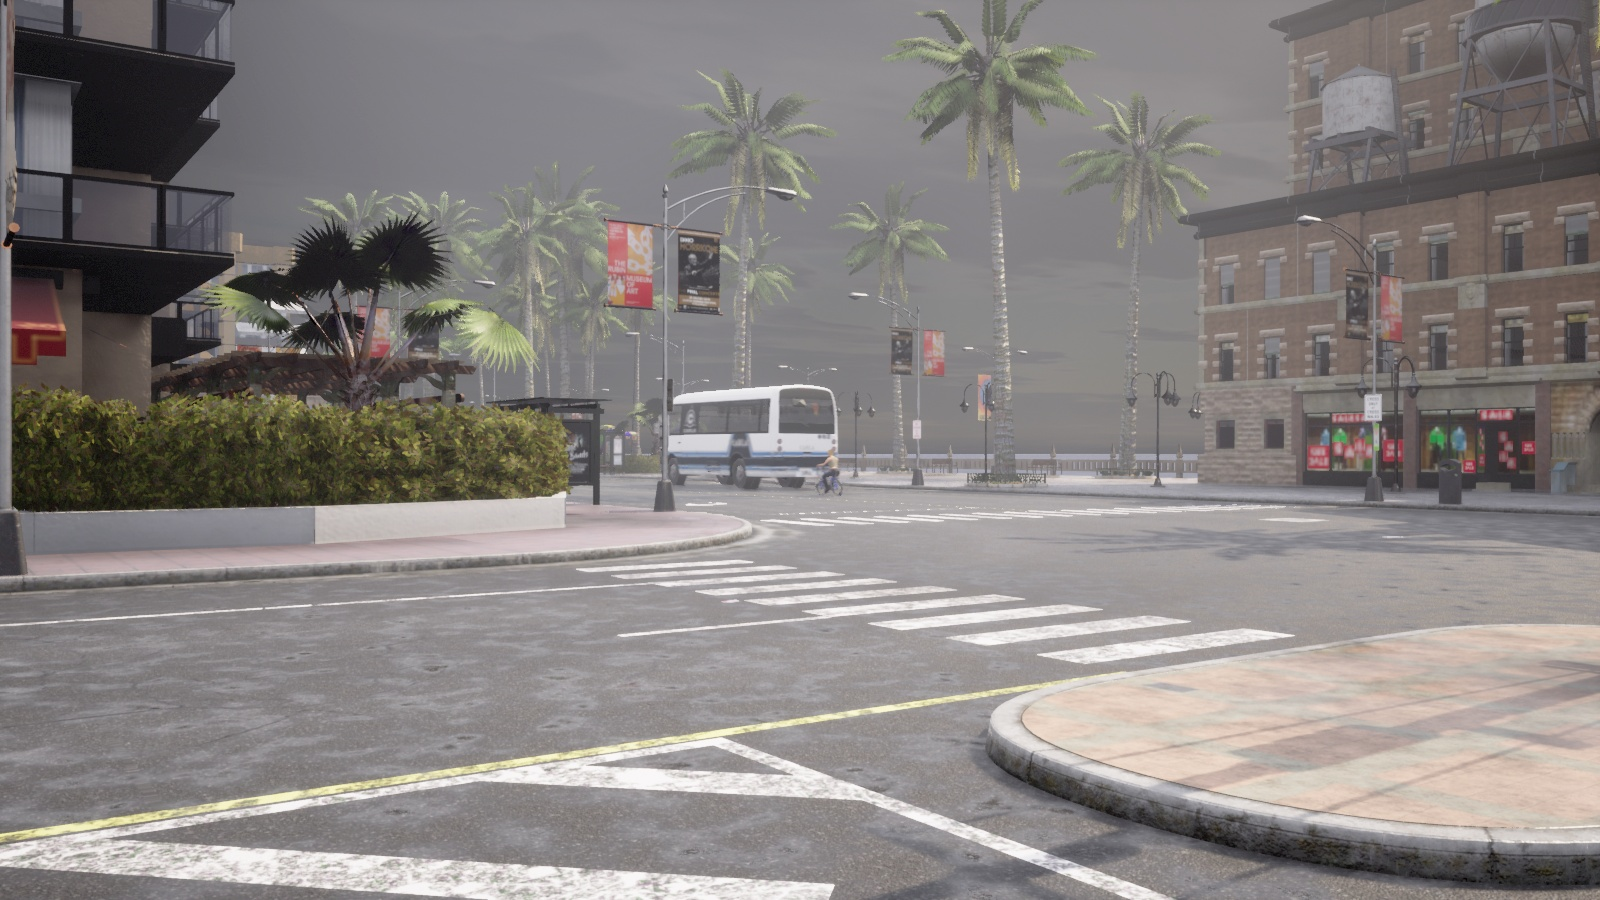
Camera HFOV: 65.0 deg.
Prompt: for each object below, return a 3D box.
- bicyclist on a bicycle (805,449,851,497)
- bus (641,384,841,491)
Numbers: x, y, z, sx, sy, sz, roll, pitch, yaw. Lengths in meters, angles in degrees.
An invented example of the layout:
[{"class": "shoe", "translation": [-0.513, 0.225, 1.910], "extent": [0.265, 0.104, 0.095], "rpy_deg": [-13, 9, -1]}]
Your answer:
[{"class": "bicyclist on a bicycle", "translation": [0.971, 0.786, 43.385], "extent": [0.866, 1.612, 1.509], "rpy_deg": [0, 0, -34]}, {"class": "bus", "translation": [-2.832, -0.491, 55.165], "extent": [3.944, 4.253, 10.273], "rpy_deg": [0, 0, -35]}]
